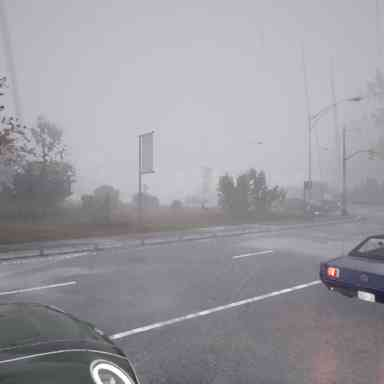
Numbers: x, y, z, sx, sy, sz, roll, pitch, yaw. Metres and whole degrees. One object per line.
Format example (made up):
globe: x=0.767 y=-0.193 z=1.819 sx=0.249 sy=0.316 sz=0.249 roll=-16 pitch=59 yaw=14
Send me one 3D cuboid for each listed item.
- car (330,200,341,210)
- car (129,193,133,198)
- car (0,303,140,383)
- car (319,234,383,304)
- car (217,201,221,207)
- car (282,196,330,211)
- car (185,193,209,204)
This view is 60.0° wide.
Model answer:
car: x=14.461 y=1.247 z=37.959 sx=2.128 sy=1.511 sz=4.902 roll=-1 pitch=0 yaw=-39
car: x=-10.445 y=0.917 z=63.685 sx=1.837 sy=1.490 sz=4.892 roll=-1 pitch=0 yaw=-38
car: x=-2.531 y=1.352 z=1.918 sx=4.553 sy=1.767 sz=2.097 roll=0 pitch=0 yaw=-36
car: x=4.942 y=1.573 z=7.254 sx=4.718 sy=1.301 sz=1.895 roll=0 pitch=0 yaw=-35
car: x=5.424 y=1.282 z=43.662 sx=2.128 sy=1.511 sz=4.902 roll=-1 pitch=0 yaw=-39
car: x=11.740 y=1.290 z=35.726 sx=1.837 sy=1.490 sz=4.892 roll=-1 pitch=0 yaw=-38
car: x=0.810 y=1.118 z=55.057 sx=2.097 sy=1.767 sz=4.553 roll=-1 pitch=0 yaw=-38
